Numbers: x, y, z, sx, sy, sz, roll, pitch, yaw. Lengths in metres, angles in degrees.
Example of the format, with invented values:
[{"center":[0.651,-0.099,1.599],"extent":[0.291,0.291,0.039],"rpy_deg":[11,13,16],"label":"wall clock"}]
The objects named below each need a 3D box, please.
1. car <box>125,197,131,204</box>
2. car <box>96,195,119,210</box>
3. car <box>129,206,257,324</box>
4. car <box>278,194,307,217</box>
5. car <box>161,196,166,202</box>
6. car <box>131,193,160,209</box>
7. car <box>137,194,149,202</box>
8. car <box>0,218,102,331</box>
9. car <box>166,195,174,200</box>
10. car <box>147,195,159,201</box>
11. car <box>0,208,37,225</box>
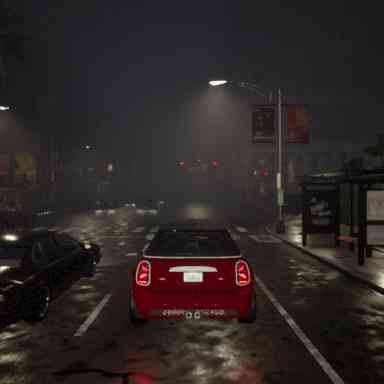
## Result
[{"center":[-11.222,1.563,62.158],"extent":[1.994,1.385,4.181],"rpy_deg":[0,0,0],"label":"car"},{"center":[-11.063,1.350,43.774],"extent":[2.097,1.767,4.553],"rpy_deg":[0,0,-1],"label":"car"},{"center":[0.006,1.352,7.336],"extent":[2.097,1.767,4.553],"rpy_deg":[0,0,0],"label":"car"},{"center":[10.907,1.221,31.165],"extent":[5.566,2.045,2.150],"rpy_deg":[0,0,-1],"label":"car"},{"center":[-7.857,1.595,79.031],"extent":[1.895,1.301,4.718],"rpy_deg":[0,0,-1],"label":"car"},{"center":[-6.416,1.221,45.330],"extent":[2.150,2.045,5.566],"rpy_deg":[-1,0,-18],"label":"car"},{"center":[-11.332,1.355,76.816],"extent":[2.097,1.767,4.553],"rpy_deg":[0,0,-1],"label":"car"},{"center":[-3.493,1.547,7.129],"extent":[2.033,1.411,5.357],"rpy_deg":[0,0,0],"label":"car"},{"center":[-6.428,1.478,93.053],"extent":[1.882,1.535,5.008],"rpy_deg":[0,0,12],"label":"car"},{"center":[-10.561,1.525,90.463],"extent":[2.128,1.511,4.902],"rpy_deg":[0,0,9],"label":"car"},{"center":[-10.789,1.601,19.017],"extent":[1.895,1.301,4.718],"rpy_deg":[0,0,-1],"label":"car"}]
